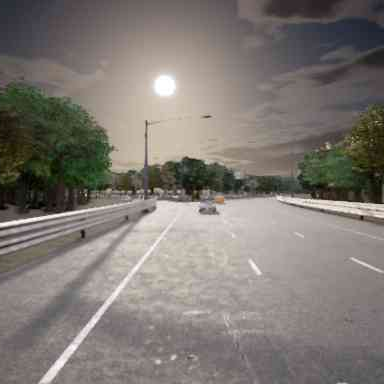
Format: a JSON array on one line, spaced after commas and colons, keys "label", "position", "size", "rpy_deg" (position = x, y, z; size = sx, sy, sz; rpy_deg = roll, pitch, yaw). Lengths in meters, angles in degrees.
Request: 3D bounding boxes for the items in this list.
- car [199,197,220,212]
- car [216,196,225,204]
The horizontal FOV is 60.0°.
[{"label": "car", "position": [1.956, 1.604, 39.371], "size": [1.895, 1.301, 4.718], "rpy_deg": [0, 0, 6]}, {"label": "car", "position": [5.596, 1.490, 66.581], "size": [1.882, 1.535, 5.008], "rpy_deg": [0, 0, 10]}]
